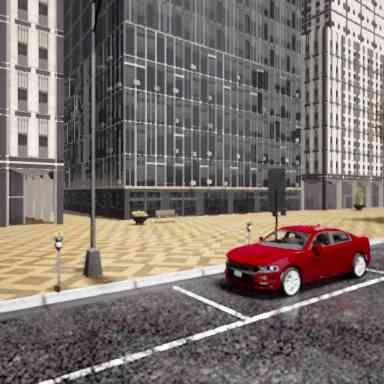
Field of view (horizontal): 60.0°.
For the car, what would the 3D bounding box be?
[{"bbox_3d":[2.831,1.547,8.583,4.507,1.381,1.887,0,0,-36],"label":"car"}]
